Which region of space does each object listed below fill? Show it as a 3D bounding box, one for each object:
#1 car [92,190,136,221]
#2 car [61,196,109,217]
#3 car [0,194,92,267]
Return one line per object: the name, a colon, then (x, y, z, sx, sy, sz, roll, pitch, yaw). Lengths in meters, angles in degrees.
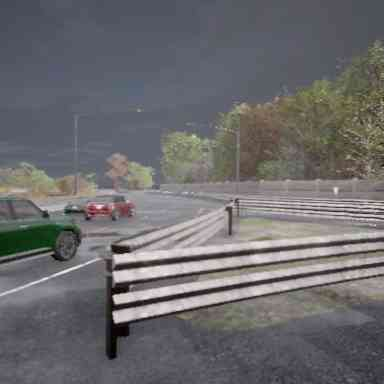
car: (-5.524, 0.977, 23.127, 2.097, 1.767, 4.553, 1, 1, 10)
car: (-8.494, 1.108, 26.853, 1.994, 1.385, 4.181, 1, 1, 8)
car: (-5.199, 1.048, 8.494, 2.150, 2.045, 5.566, 1, 1, 17)
